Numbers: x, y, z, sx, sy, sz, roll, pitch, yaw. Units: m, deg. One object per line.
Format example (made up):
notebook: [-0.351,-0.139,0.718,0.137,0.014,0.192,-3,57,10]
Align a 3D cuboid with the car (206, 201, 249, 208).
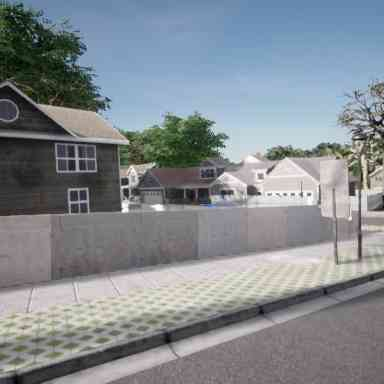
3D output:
car: [3.561,1.608,31.808,5.008,1.535,1.882,0,3,40]
